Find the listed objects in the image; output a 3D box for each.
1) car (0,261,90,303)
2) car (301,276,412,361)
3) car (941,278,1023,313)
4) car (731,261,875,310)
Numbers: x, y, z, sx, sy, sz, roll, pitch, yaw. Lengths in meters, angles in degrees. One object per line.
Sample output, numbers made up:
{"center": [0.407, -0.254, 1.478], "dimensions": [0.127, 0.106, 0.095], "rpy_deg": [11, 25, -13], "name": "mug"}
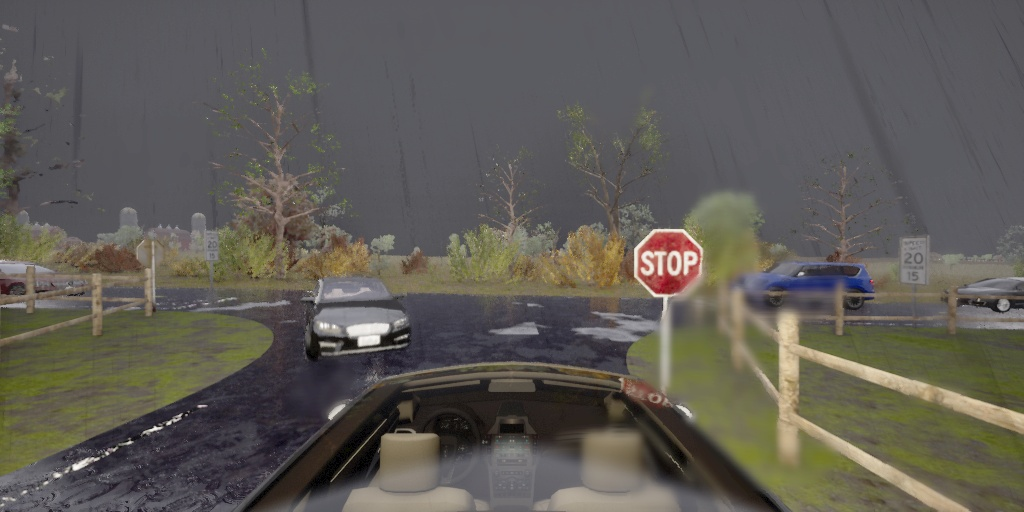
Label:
{"center": [-19.050, 0.916, 13.609], "dimensions": [4.674, 1.442, 1.812], "rpy_deg": [1, 1, 0], "name": "car"}
{"center": [-3.782, 1.246, 8.513], "dimensions": [2.128, 1.511, 4.902], "rpy_deg": [1, 0, -31], "name": "car"}
{"center": [22.872, 1.760, 16.489], "dimensions": [4.892, 1.490, 1.837], "rpy_deg": [1, 1, 0], "name": "car"}
{"center": [13.253, 1.271, 16.501], "dimensions": [5.566, 2.045, 2.150], "rpy_deg": [1, 1, 0], "name": "car"}
